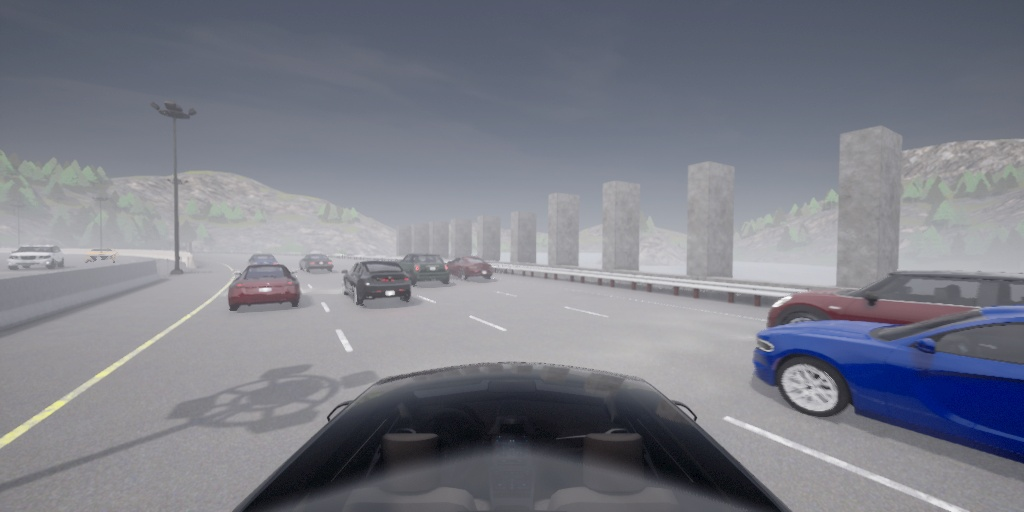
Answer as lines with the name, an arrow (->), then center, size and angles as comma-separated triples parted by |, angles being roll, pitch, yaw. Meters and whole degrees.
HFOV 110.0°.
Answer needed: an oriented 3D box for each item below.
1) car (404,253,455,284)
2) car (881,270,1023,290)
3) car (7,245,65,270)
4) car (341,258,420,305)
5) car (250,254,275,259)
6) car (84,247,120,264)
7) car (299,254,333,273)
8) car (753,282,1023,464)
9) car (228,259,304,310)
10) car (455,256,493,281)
car -> -5.265, 0.621, 20.212 | 2.097, 1.767, 4.553 | -1, 2, -34
car -> 7.456, 1.025, 6.501 | 2.097, 1.767, 4.553 | -1, 2, -31
car -> -39.892, 0.062, 30.210 | 2.150, 2.045, 5.566 | -1, 2, -43
car -> -5.375, 0.925, 14.022 | 1.837, 1.490, 4.892 | 0, 2, -33
car -> -19.230, 0.559, 27.645 | 2.033, 1.411, 5.357 | -1, 2, -38
car -> -37.924, -0.135, 33.253 | 1.882, 1.535, 5.008 | -1, 2, -43
car -> -16.018, 0.538, 29.215 | 2.033, 1.411, 5.357 | -1, 2, -38
car -> 5.224, 1.214, 3.431 | 1.882, 1.535, 5.008 | 0, 1, -31
car -> -8.898, 0.989, 13.024 | 1.994, 1.385, 4.181 | -1, 2, -33
car -> -2.932, 0.739, 23.001 | 1.812, 1.442, 4.674 | -1, 2, -34
